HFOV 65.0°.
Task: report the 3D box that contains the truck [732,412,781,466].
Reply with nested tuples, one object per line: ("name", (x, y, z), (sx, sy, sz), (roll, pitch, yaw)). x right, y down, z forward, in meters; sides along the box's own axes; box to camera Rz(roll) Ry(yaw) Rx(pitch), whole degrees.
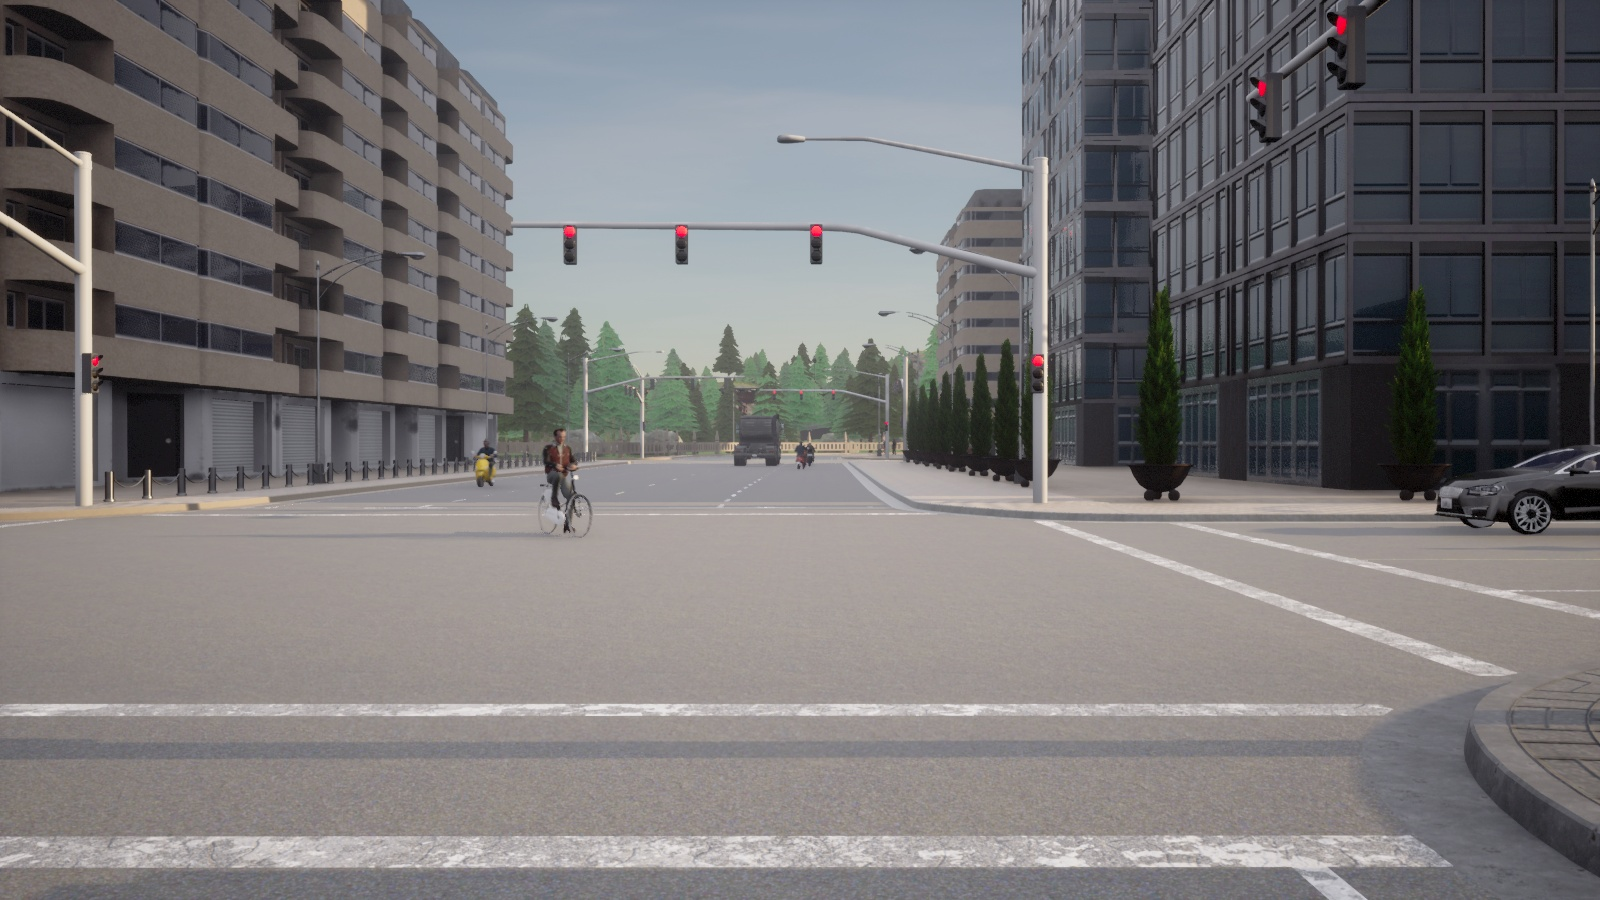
("truck", (-2.822, -0.710, 83.605), (2.891, 3.462, 7.936), (0, 0, 1))

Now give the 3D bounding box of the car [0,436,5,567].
("car", (-10.486, 0.633, 12.472), (1.801, 1.575, 5.366), (0, 0, 0))

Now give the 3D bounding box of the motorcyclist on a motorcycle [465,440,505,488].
("motorcyclist on a motorcycle", (-10.560, 0.454, 42.139), (0.866, 1.590, 1.817), (0, 0, 1))

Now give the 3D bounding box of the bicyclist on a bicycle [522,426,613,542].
("bicyclist on a bicycle", (-3.769, 0.524, 20.235), (0.659, 1.776, 1.843), (1, -1, -37))

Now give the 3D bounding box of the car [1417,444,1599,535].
("car", (13.678, 0.646, 21.788), (4.902, 1.511, 2.128), (0, 0, 1))
